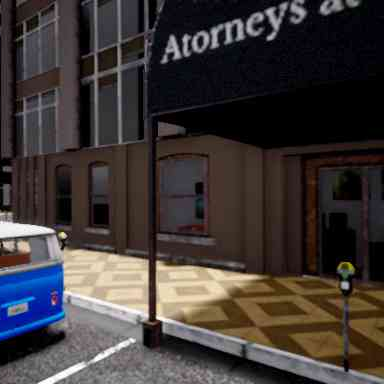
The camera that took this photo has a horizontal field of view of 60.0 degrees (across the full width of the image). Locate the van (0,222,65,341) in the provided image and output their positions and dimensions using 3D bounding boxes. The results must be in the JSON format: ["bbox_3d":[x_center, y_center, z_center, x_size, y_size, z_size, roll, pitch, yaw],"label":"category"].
[{"bbox_3d":[-3.897,1.391,5.655,3.998,1.788,1.690,-1,0,36],"label":"van"}]
